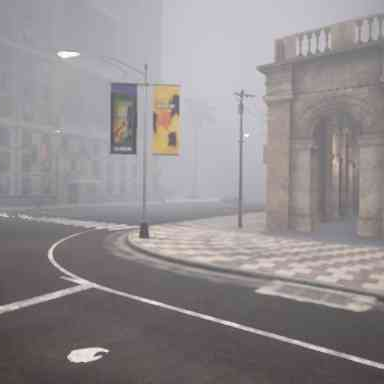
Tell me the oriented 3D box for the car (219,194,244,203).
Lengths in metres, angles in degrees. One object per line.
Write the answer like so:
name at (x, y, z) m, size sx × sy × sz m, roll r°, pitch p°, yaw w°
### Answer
car at (6.916, 1.141, 57.725) m, size 2.033 × 1.411 × 5.357 m, roll 1°, pitch 1°, yaw 36°

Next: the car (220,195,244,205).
car at (6.343, 1.169, 50.977) m, size 1.812 × 1.442 × 4.674 m, roll 1°, pitch 1°, yaw 36°
